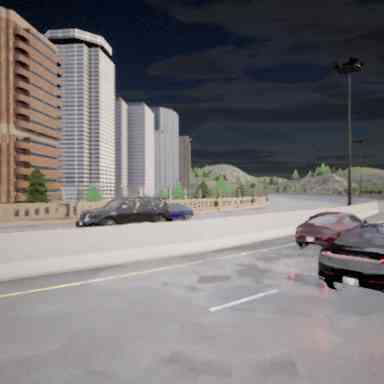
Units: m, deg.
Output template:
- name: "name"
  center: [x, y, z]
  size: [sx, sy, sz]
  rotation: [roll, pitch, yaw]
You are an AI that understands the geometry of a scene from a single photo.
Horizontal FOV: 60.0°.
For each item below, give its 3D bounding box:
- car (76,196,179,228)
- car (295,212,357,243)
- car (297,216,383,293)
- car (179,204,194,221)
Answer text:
- name: "car"
  center: [-3.715, 1.285, 19.156]
  size: [5.566, 2.045, 2.150]
  rotation: [0, 0, -42]
- name: "car"
  center: [5.939, 1.523, 13.556]
  size: [4.674, 1.442, 1.812]
  rotation: [0, 0, -43]
- name: "car"
  center: [4.869, 1.483, 7.917]
  size: [4.902, 1.511, 2.128]
  rotation: [0, 0, -40]
- name: "car"
  center: [-1.829, 1.593, 25.729]
  size: [1.812, 1.442, 4.674]
  rotation: [0, 0, 45]
